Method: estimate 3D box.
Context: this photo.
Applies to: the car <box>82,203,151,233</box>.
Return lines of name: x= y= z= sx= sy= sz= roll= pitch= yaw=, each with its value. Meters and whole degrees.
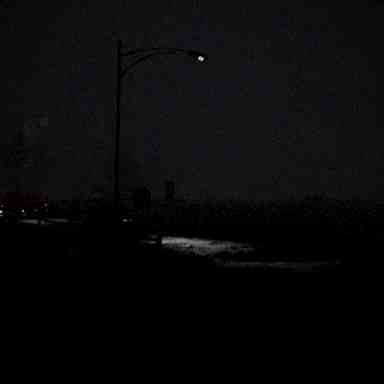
car: x=-4.264 y=1.386 z=18.381 sx=4.902 sy=1.511 sz=2.128 roll=1 pitch=-1 yaw=43

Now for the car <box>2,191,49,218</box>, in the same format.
car: x=-13.959 y=0.993 z=27.685 sx=5.566 sy=2.045 sz=2.150 roll=1 pitch=-1 yaw=45
